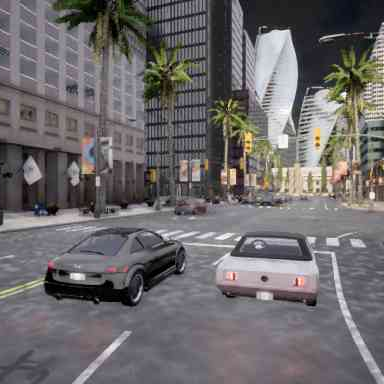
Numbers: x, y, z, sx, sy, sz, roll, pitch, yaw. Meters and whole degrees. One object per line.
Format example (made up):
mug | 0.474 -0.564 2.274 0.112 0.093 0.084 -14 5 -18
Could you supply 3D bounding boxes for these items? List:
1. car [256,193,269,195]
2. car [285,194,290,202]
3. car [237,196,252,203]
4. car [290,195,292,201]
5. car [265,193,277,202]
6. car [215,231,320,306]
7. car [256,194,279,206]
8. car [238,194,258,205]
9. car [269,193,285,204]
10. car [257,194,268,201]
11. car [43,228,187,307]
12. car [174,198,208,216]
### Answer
car | 13.981 1.224 67.886 2.150 2.045 5.566 0 0 22
car | 19.891 1.524 73.323 1.812 1.442 4.674 0 0 22
car | 10.916 1.513 68.810 2.161 1.482 4.786 0 0 21
car | 23.956 1.355 83.582 2.097 1.767 4.553 0 0 21
car | 19.260 1.224 81.189 2.150 2.045 5.566 0 0 22
car | 2.033 1.601 8.148 1.895 1.301 4.718 0 0 19
car | 12.558 1.547 54.980 2.033 1.411 5.357 0 0 22
car | 9.838 1.564 57.623 1.994 1.385 4.181 0 0 21
car | 16.162 1.478 63.981 1.882 1.535 5.008 0 0 22
car | 19.033 1.354 89.184 2.185 1.767 4.553 0 0 21
car | -1.576 1.564 8.195 1.994 1.385 4.181 0 0 17
car | -0.024 1.352 32.676 2.097 1.767 4.553 0 0 22
